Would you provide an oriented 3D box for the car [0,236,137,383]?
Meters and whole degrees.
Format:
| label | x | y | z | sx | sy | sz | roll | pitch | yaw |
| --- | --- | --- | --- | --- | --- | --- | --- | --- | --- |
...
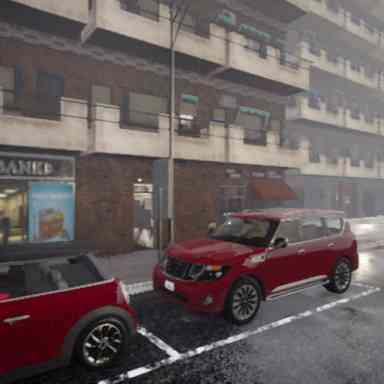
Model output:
| label | x | y | z | sx | sy | sz | roll | pitch | yaw |
| --- | --- | --- | --- | --- | --- | --- | --- | --- | --- |
| car | -2.848 | 1.440 | 4.060 | 4.097 | 1.590 | 1.967 | 0 | 0 | -36 |

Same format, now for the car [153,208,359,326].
| label | x | y | z | sx | sy | sz | roll | pitch | yaw |
| --- | --- | --- | --- | --- | --- | --- | --- | --- | --- |
| car | 1.659 | 1.318 | 7.275 | 5.009 | 1.841 | 2.192 | 0 | 0 | -36 |
